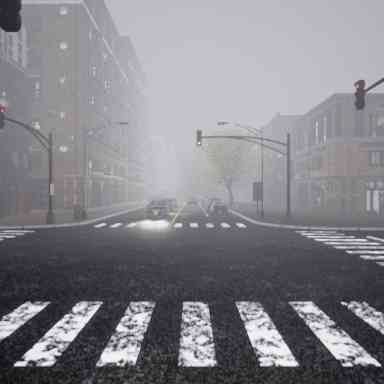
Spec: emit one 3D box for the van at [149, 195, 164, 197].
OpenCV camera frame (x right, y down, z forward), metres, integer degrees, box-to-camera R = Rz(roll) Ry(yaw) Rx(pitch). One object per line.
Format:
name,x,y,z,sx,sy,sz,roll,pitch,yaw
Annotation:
van,-5.680,1.446,50.686,1.690,1.788,3.998,0,0,0

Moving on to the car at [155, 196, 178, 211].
car,-3.084,1.555,40.252,1.882,1.535,5.008,0,0,0

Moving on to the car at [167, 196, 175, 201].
car,-5.672,1.770,90.394,1.752,1.417,4.829,0,0,0

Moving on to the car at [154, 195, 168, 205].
car,-5.678,1.455,62.080,2.192,1.841,5.009,0,0,0

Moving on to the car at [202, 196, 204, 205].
car,2.699,1.529,44.985,1.967,1.590,4.097,0,0,0

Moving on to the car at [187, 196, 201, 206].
car,0.113,1.728,58.177,1.895,1.301,4.718,0,0,0

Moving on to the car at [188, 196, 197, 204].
car,0.046,1.651,71.629,1.882,1.535,5.008,0,0,0

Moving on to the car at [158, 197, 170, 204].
car,-5.676,1.725,67.777,1.947,1.339,4.313,0,0,0

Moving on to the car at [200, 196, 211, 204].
car,2.704,1.599,67.773,1.967,1.590,4.097,0,0,0

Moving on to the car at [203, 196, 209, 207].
car,2.698,1.515,39.289,1.967,1.590,4.097,0,0,0

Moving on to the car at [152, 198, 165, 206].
car,-5.679,1.704,56.383,1.802,1.307,4.206,0,0,0

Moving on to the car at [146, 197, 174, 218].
car,-3.094,1.545,30.804,2.128,1.511,4.902,0,0,0

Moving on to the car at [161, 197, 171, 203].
car,-5.675,1.731,73.473,2.008,1.369,4.403,0,0,0

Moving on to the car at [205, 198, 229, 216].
car,2.697,1.611,33.592,2.008,1.369,4.403,0,0,0
